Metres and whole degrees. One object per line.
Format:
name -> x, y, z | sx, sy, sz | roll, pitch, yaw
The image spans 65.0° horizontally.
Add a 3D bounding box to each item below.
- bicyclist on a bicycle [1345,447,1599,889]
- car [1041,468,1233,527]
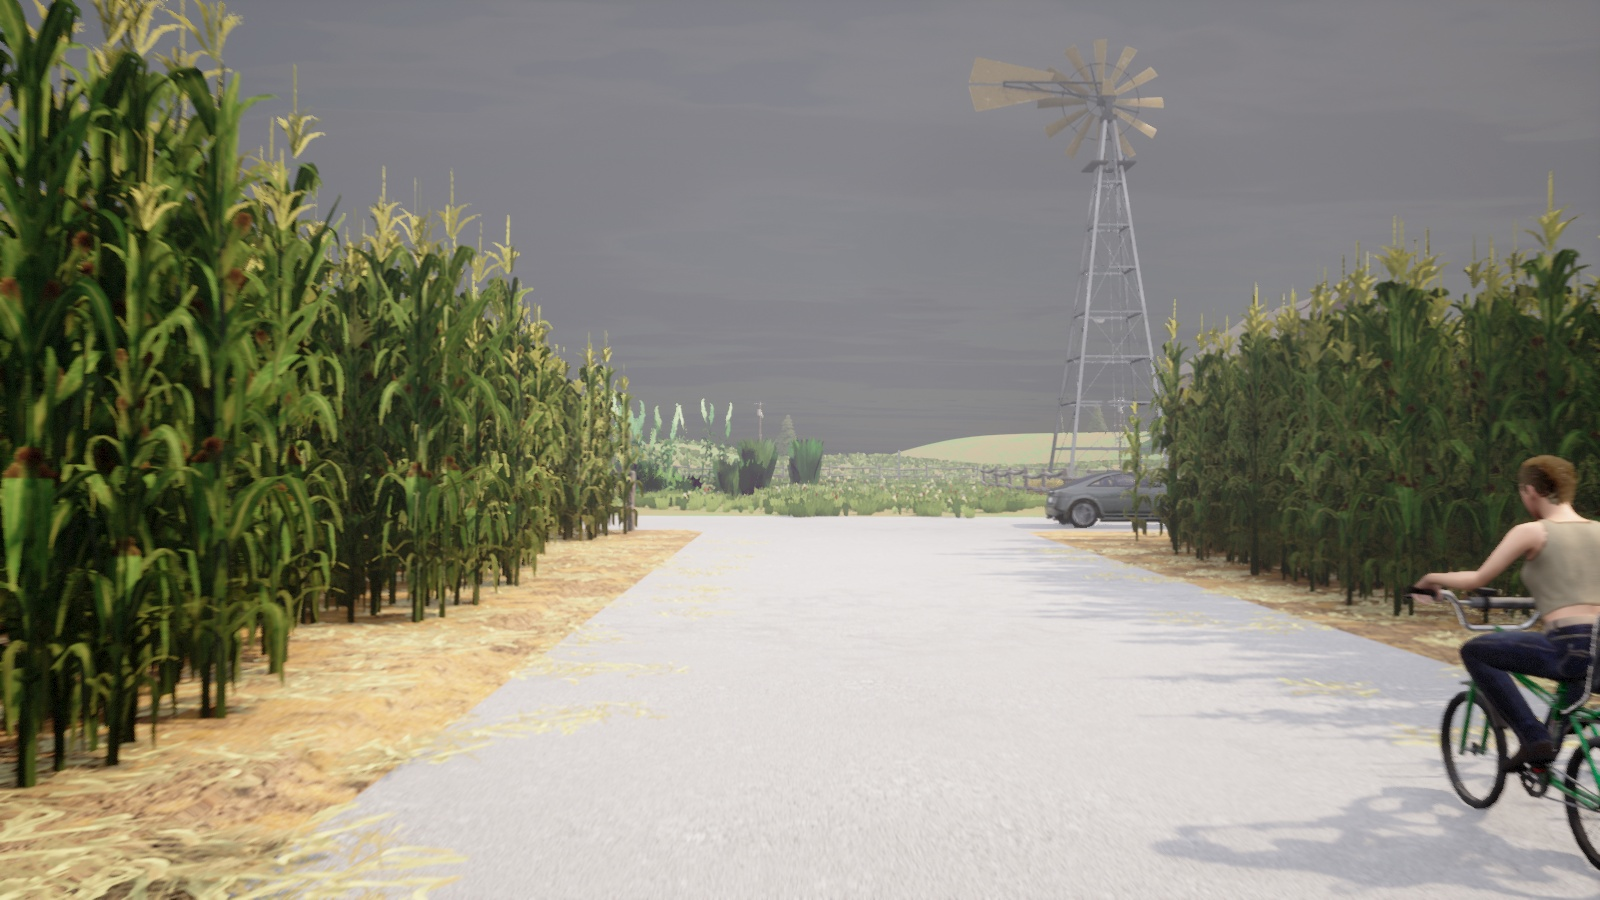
bicyclist on a bicycle -> 3.093, 0.804, 5.349 | 0.866, 1.612, 1.509 | 0, -1, 0
car -> 8.198, 1.138, 30.848 | 4.181, 1.385, 1.994 | 0, 0, 0
